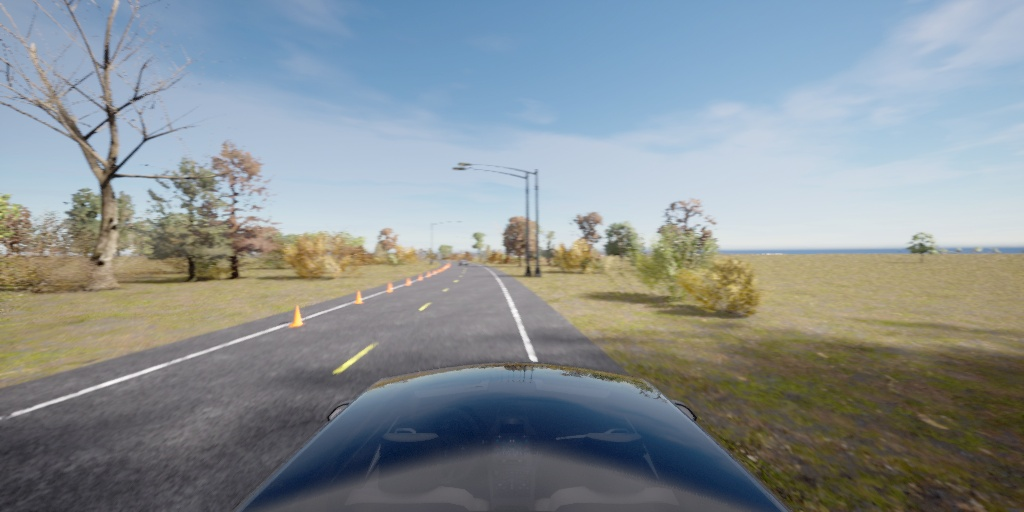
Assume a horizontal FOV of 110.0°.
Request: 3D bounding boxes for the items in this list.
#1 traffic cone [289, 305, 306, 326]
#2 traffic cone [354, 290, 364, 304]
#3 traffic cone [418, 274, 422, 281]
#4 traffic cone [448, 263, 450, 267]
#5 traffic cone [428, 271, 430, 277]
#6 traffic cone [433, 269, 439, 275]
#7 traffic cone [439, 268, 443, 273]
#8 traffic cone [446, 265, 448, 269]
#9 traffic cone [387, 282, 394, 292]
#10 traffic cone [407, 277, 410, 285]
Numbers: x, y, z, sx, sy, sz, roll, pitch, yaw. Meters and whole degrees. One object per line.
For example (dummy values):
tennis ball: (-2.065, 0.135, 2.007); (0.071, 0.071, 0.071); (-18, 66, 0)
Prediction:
traffic cone: (-6.428, 1.776, 10.755); (0.340, 0.580, 0.340); (0, 0, -3)
traffic cone: (-6.715, 1.781, 15.722); (0.340, 0.580, 0.340); (0, 0, -4)
traffic cone: (-7.809, 1.797, 30.609); (0.340, 0.580, 0.340); (0, 0, -5)
traffic cone: (-11.045, 1.846, 60.283); (0.340, 0.580, 0.340); (0, 0, -8)
traffic cone: (-8.252, 1.804, 35.564); (0.340, 0.580, 0.340); (0, 0, -5)
traffic cone: (-8.733, 1.812, 40.516); (0.340, 0.580, 0.340); (0, 0, -6)
traffic cone: (-9.253, 1.820, 45.465); (0.340, 0.580, 0.340); (0, 0, -6)
traffic cone: (-10.409, 1.837, 55.348); (0.340, 0.580, 0.340); (0, 0, -7)
traffic cone: (-7.041, 1.786, 20.687); (0.340, 0.580, 0.340); (0, 0, -4)
traffic cone: (-7.406, 1.791, 25.650); (0.340, 0.580, 0.340); (0, 0, -4)
